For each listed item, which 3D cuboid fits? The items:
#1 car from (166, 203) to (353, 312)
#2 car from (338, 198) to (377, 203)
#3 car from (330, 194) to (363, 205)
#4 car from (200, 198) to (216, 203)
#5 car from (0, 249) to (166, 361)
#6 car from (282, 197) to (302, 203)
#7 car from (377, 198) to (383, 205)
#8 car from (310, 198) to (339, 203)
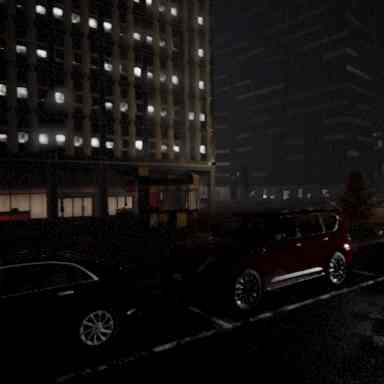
[{"bbox_3d":[1.764,1.313,7.840,5.009,1.841,2.192,0,-1,-35],"label":"car"},{"bbox_3d":[25.746,1.778,51.706,1.947,1.339,4.313,-2,1,-41],"label":"car"},{"bbox_3d":[28.441,1.385,61.409,2.192,1.841,5.009,-2,1,-41],"label":"car"},{"bbox_3d":[3.637,1.986,77.337,1.802,1.307,4.206,-2,1,-41],"label":"car"},{"bbox_3d":[-2.813,1.551,4.569,4.403,1.369,2.008,0,-1,-35],"label":"car"},{"bbox_3d":[21.066,1.700,69.969,1.947,1.339,4.313,-2,1,-41],"label":"car"},{"bbox_3d":[32.140,1.619,57.137,1.802,1.307,4.206,-2,1,-41],"label":"car"},{"bbox_3d":[22.059,1.684,55.976,1.967,1.590,4.097,-2,1,-41],"label":"car"}]
